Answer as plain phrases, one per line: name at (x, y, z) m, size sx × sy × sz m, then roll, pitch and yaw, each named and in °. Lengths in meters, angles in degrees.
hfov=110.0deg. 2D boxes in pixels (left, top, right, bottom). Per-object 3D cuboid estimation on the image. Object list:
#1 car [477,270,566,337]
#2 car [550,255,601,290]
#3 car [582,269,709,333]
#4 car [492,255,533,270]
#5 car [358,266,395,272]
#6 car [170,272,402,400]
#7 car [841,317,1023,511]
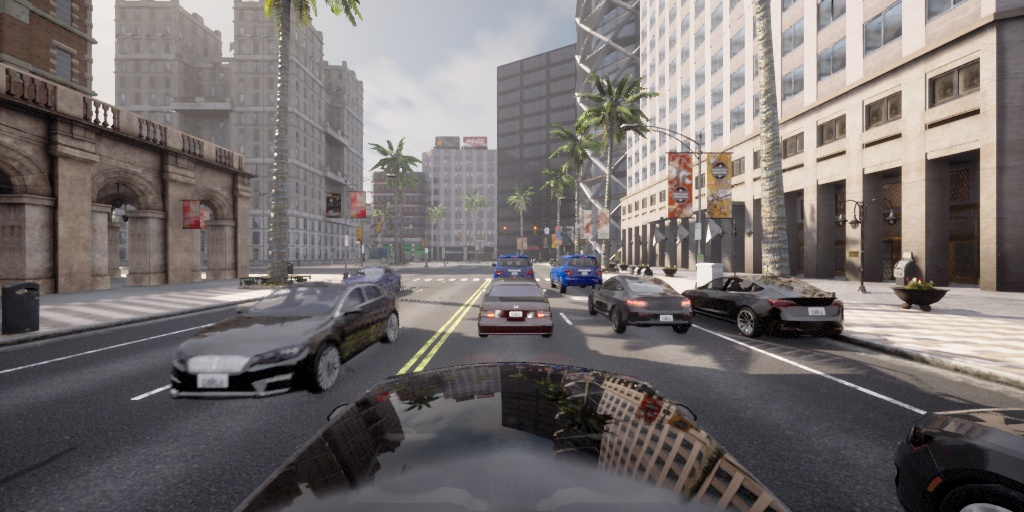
car at (0.070, 1.297, 10.235) m, size 2.033 × 1.411 × 5.357 m, roll 0°, pitch 0°, yaw 0°
car at (3.547, 0.971, 20.589) m, size 2.150 × 2.045 × 5.566 m, roll 0°, pitch 0°, yaw -2°
car at (3.564, 1.276, 10.625) m, size 1.812 × 1.442 × 4.674 m, roll 0°, pitch 0°, yaw -1°
car at (0.048, 0.971, 20.455) m, size 2.150 × 2.045 × 5.566 m, roll 0°, pitch 0°, yaw -2°
car at (-7.113, 1.275, 18.569) m, size 1.812 × 1.442 × 4.674 m, roll 0°, pitch 0°, yaw 0°
car at (-3.610, 1.241, 6.773) m, size 2.128 × 1.511 × 4.902 m, roll 0°, pitch 0°, yaw 0°
car at (3.600, 1.255, 0.450) m, size 1.837 × 1.490 × 4.892 m, roll 0°, pitch 0°, yaw 0°
